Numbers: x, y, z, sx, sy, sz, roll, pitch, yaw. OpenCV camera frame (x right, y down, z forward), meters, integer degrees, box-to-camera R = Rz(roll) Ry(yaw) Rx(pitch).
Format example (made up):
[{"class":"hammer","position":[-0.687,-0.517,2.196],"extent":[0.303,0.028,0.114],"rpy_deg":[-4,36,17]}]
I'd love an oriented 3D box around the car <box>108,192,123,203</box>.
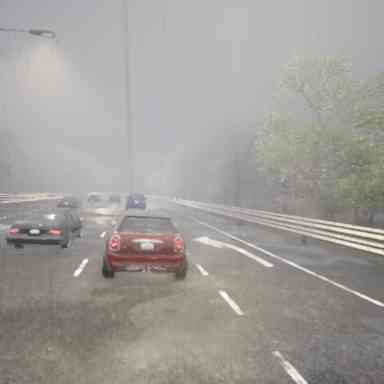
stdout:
[{"class":"car","position":[-13.923,1.107,60.204],"extent":[2.097,1.767,4.553],"rpy_deg":[3,-1,-10]}]

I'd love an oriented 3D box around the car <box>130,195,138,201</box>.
[{"class":"car","position":[-15.722,1.493,90.121],"extent":[1.812,1.442,4.674],"rpy_deg":[3,-1,-10]}]

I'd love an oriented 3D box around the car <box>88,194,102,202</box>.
[{"class":"car","position":[-17.394,1.058,59.715],"extent":[1.837,1.490,4.892],"rpy_deg":[3,-1,-10]}]

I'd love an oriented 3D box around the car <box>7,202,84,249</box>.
[{"class":"car","position":[-5.564,1.330,13.295],"extent":[2.033,1.411,5.357],"rpy_deg":[3,0,-10]}]

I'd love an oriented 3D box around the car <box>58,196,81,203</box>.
[{"class":"car","position":[-13.126,1.113,35.791],"extent":[1.994,1.385,4.181],"rpy_deg":[3,-1,-10]}]

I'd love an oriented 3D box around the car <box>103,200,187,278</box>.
[{"class":"car","position":[-1.467,1.346,10.259],"extent":[2.097,1.767,4.553],"rpy_deg":[3,0,-10]}]

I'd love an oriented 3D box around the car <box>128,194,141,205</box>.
[{"class":"car","position":[-10.471,1.311,60.755],"extent":[2.097,1.767,4.553],"rpy_deg":[3,-1,-10]}]

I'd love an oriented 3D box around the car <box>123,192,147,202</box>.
[{"class":"car","position":[-6.216,1.179,36.962],"extent":[2.150,2.045,5.566],"rpy_deg":[3,-1,-10]}]
